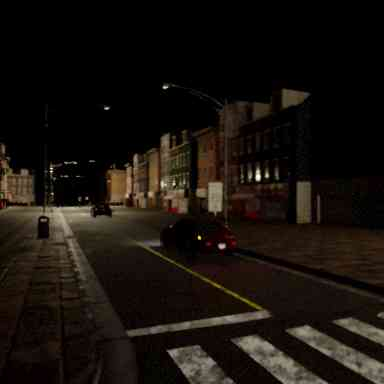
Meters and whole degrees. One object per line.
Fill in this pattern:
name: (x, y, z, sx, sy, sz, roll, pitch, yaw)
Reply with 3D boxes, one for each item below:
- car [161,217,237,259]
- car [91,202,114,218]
car: (0.155, 1.786, 13.882, 1.812, 1.442, 4.674, 1, -1, -23)
car: (-11.125, 2.160, 40.767, 2.097, 1.767, 4.553, 1, -1, -22)
